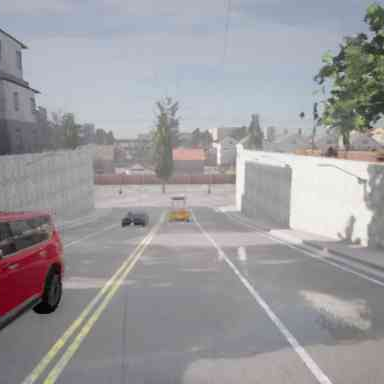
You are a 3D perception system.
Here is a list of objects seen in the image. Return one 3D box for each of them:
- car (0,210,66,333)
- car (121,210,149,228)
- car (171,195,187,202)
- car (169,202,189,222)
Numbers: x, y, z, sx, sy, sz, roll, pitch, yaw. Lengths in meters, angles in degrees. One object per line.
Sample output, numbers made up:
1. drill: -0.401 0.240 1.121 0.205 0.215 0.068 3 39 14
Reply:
1. car: -3.780 1.352 5.162 2.150 2.045 5.566 0 -2 -2
2. car: -4.731 2.248 28.127 1.895 1.301 4.718 0 -1 -2
3. car: -1.866 1.395 47.376 2.150 2.045 5.566 0 3 -1
4. car: -1.283 2.160 33.723 1.882 1.535 5.008 0 0 -2
